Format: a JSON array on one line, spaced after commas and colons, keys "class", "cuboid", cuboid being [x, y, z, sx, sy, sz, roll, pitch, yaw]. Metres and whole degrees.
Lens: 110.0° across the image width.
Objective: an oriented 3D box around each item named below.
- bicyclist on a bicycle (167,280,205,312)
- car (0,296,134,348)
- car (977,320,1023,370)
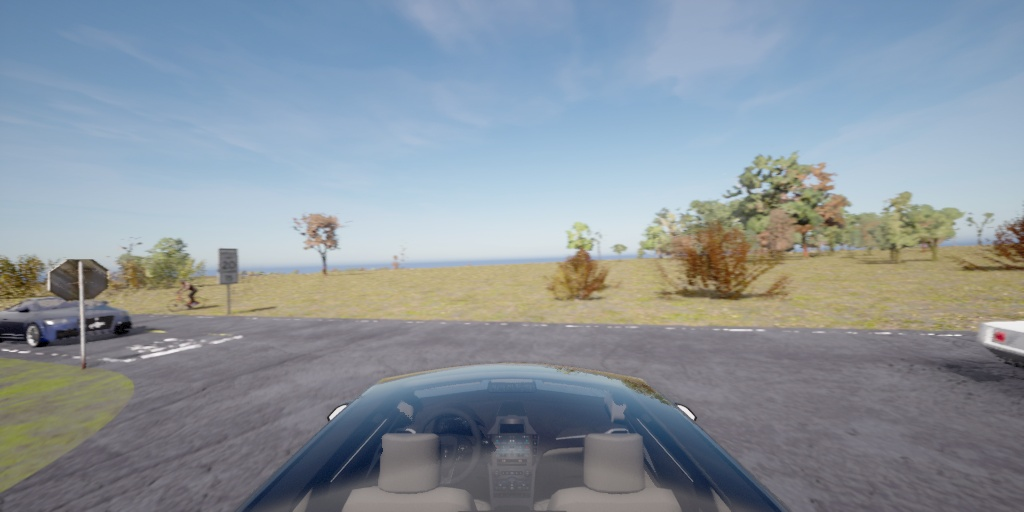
[{"class": "bicyclist on a bicycle", "cuboid": [-16.977, 2.051, 18.692, 0.582, 1.620, 1.656, -2, 0, 19]}, {"class": "car", "cuboid": [-14.462, 1.983, 11.502, 4.181, 1.385, 1.994, -2, -1, 19]}, {"class": "car", "cuboid": [8.588, 1.043, 3.545, 4.718, 1.301, 1.895, -2, -1, 19]}]
